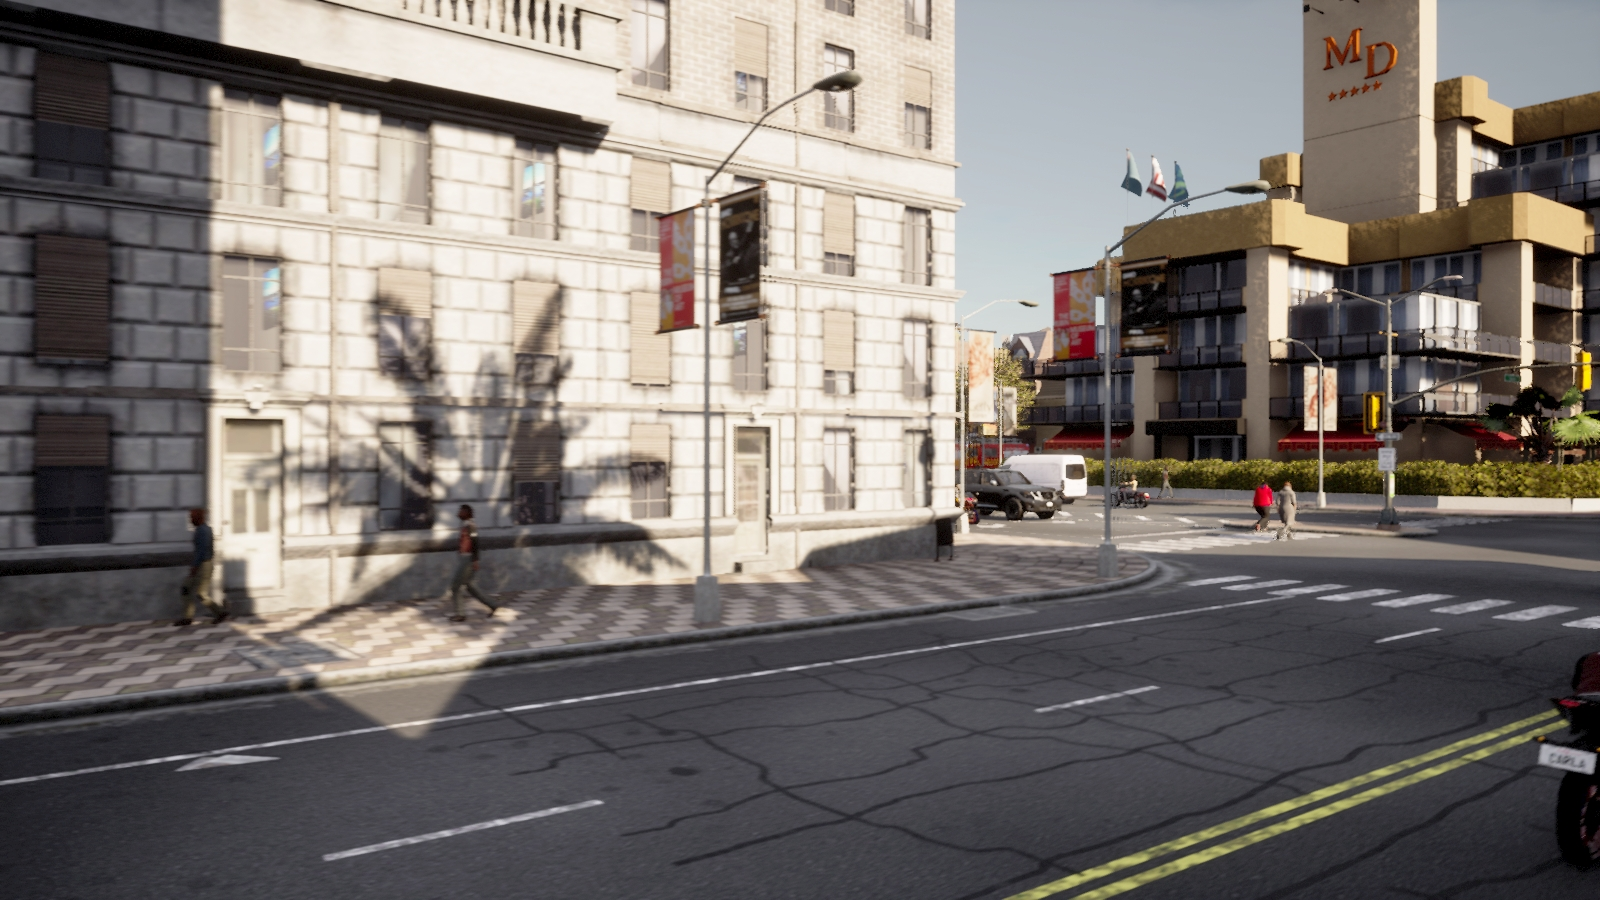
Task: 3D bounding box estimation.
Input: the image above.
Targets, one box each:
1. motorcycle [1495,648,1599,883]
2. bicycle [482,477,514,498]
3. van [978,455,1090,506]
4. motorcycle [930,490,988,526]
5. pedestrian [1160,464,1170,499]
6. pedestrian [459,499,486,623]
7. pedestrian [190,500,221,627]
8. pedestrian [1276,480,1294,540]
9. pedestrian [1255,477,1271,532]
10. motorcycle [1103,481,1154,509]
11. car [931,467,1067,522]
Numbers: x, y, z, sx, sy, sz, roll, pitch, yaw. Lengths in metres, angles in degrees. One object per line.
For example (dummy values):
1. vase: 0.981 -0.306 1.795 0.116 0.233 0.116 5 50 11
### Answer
1. motorcycle: 5.990 2.206 8.283 2.209 1.251 0.867 0 0 -37
2. bicycle: -17.865 2.223 67.552 1.835 1.171 0.329 0 0 -37
3. van: 12.237 1.543 60.210 1.988 2.561 5.915 0 0 -38
4. motorcycle: 6.068 2.212 43.646 0.867 1.251 2.209 0 0 -38
5. pedestrian: 19.858 1.704 62.162 0.375 1.860 0.375 0 0 -41
6. pedestrian: -5.039 1.700 17.561 0.375 1.860 0.375 0 0 -20
7. pedestrian: -8.960 1.700 17.227 0.375 1.860 0.375 0 0 -34
8. pedestrian: 15.065 1.853 35.498 0.375 1.860 0.375 0 0 -39
9. pedestrian: 15.828 1.853 39.074 0.375 1.860 0.375 0 0 -38
10. motorcycle: 15.859 2.177 55.220 0.764 1.277 2.356 0 0 -36
11. car: 8.120 1.786 47.173 2.150 2.045 5.566 0 0 -37
